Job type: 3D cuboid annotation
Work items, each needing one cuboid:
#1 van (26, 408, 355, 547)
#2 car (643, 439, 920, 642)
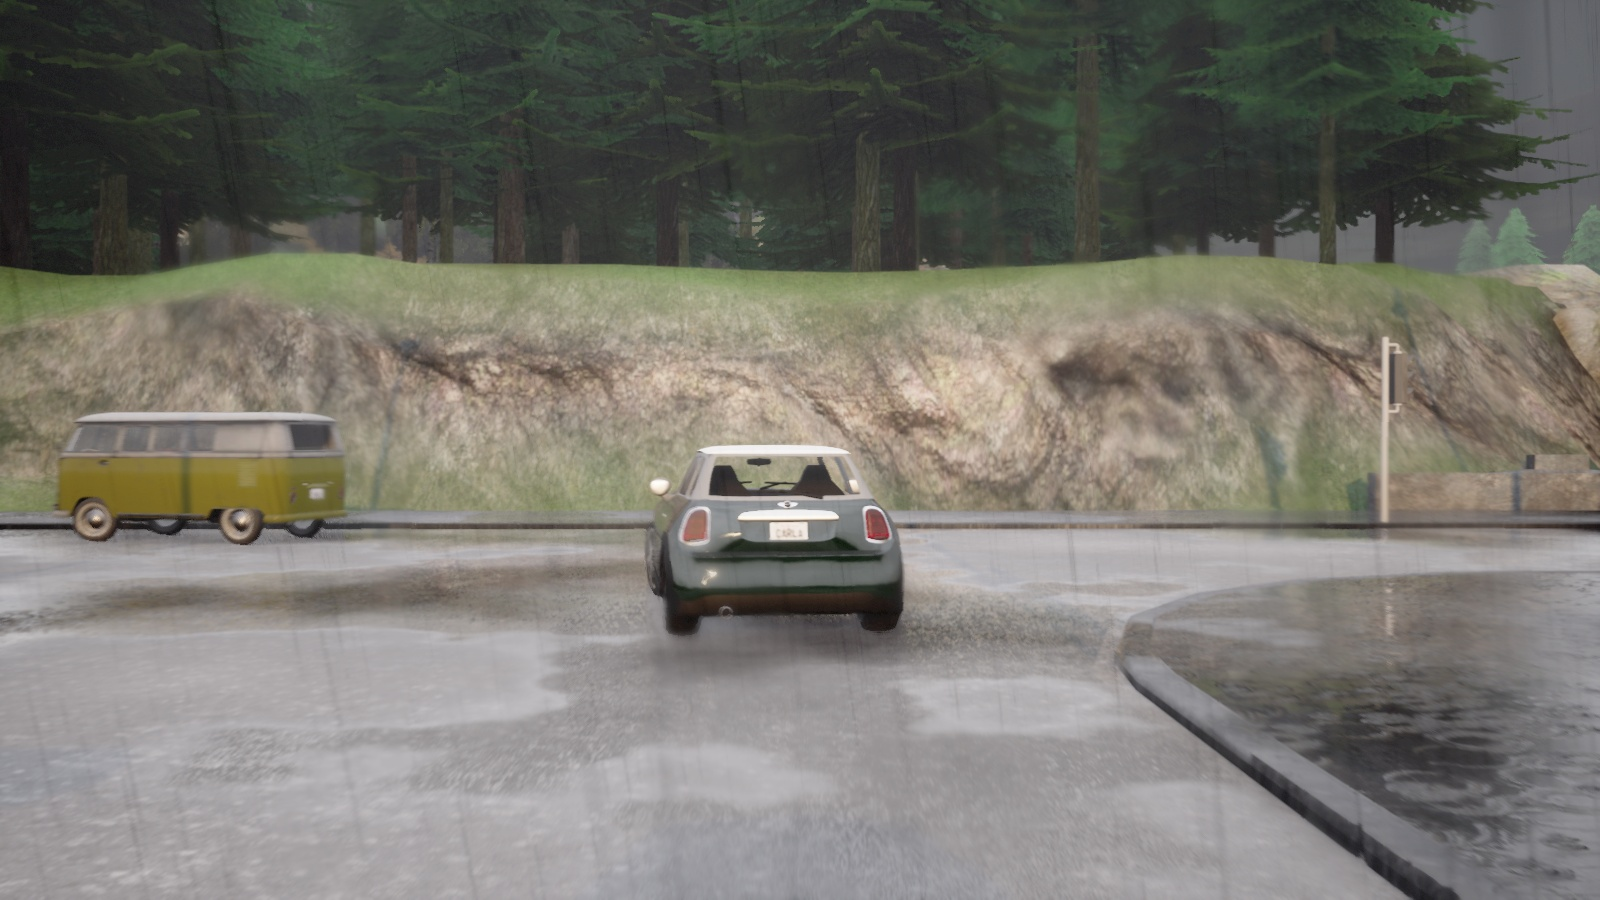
[{"bbox_3d":[-9.331,0.383,19.321,4.442,1.987,1.775,0,0,14],"label":"van"},{"bbox_3d":[-0.360,0.649,11.158,1.970,1.475,3.806,0,0,-9],"label":"car"}]
